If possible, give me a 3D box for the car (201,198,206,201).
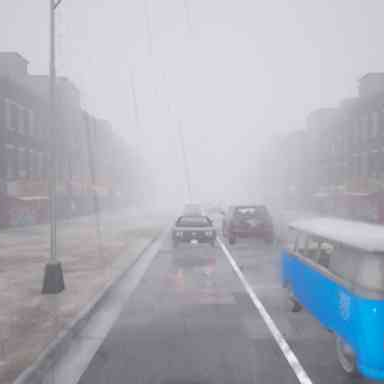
[{"bbox_3d":[2.578,2.026,49.762,1.752,1.417,4.829,-1,-1,0],"label":"car"}]

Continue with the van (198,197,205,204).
[{"bbox_3d":[2.540,2.237,88.320,1.690,1.788,3.998,-1,-1,0],"label":"van"}]

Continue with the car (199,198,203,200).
[{"bbox_3d":[2.574,2.106,55.124,2.008,1.369,4.403,-1,-1,0],"label":"car"}]

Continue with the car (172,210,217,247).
[{"bbox_3d":[0.087,1.761,15.871,1.895,1.301,4.718,0,-1,0],"label":"car"}]

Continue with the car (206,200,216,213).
[{"bbox_3d":[2.589,1.969,38.527,1.802,1.307,4.206,-1,-1,0],"label":"car"}]

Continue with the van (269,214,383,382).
[{"bbox_3d":[2.613,1.397,5.337,1.690,1.788,3.998,-1,-1,0],"label":"van"}]

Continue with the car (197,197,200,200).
[{"bbox_3d":[2.560,2.291,71.721,1.947,1.339,4.313,-1,-1,0],"label":"car"}]

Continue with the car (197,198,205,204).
[{"bbox_3d":[2.537,2.393,93.851,1.967,1.590,4.097,-1,-1,0],"label":"car"}]

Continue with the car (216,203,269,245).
[{"bbox_3d":[2.603,1.481,16.401,2.192,1.841,5.009,-1,-1,0],"label":"car"}]

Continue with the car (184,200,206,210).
[{"bbox_3d":[0.071,1.888,33.911,2.033,1.411,5.357,0,-1,0],"label":"car"}]

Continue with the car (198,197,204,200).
[{"bbox_3d":[2.565,2.235,66.188,1.947,1.339,4.313,-1,-1,0],"label":"car"}]
